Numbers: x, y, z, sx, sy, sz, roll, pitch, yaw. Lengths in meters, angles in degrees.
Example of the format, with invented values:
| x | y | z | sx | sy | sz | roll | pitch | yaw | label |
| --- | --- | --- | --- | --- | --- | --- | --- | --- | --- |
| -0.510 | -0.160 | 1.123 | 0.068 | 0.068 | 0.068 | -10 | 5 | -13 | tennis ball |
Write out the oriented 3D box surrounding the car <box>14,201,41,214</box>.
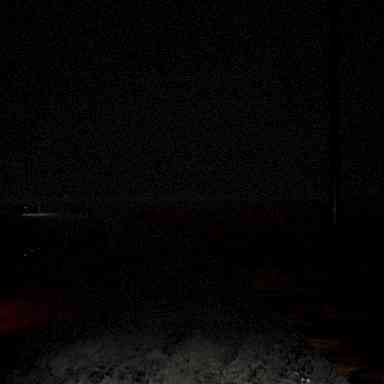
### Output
| x | y | z | sx | sy | sz | roll | pitch | yaw | label |
| --- | --- | --- | --- | --- | --- | --- | --- | --- | --- |
| -20.653 | 1.895 | 41.656 | 1.882 | 1.535 | 5.008 | 2 | -3 | -45 | car |

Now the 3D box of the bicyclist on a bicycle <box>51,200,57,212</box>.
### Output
| x | y | z | sx | sy | sz | roll | pitch | yaw | label |
| --- | --- | --- | --- | --- | --- | --- | --- | --- | --- |
| -18.882 | 1.987 | 45.489 | 1.656 | 1.620 | 0.582 | -2 | -2 | 45 | bicyclist on a bicycle |
